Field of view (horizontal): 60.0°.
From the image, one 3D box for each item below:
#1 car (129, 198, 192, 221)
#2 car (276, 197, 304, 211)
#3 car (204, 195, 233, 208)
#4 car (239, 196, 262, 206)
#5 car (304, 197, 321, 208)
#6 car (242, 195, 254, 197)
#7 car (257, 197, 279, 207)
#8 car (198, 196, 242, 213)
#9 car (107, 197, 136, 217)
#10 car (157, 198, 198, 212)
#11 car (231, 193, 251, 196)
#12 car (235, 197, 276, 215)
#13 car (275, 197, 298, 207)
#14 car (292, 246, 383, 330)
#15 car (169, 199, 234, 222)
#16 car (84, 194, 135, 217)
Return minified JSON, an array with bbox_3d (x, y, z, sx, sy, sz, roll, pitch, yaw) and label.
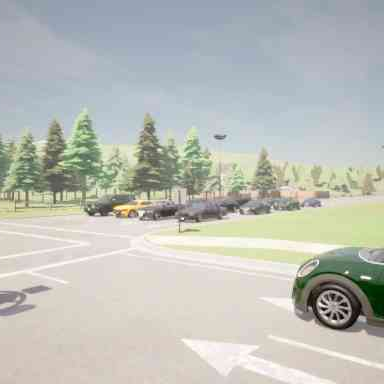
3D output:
[{"bbox_3d":[-2.504,1.491,27.666,2.128,1.511,4.902,0,0,36],"label":"car"},{"bbox_3d":[11.794,1.352,41.227,2.097,1.767,4.553,0,0,36],"label":"car"},{"bbox_3d":[3.932,1.352,48.259,2.097,1.767,4.553,0,0,36],"label":"car"},{"bbox_3d":[9.971,1.478,56.435,1.882,1.535,5.008,0,0,37],"label":"car"},{"bbox_3d":[17.707,1.526,49.244,1.812,1.442,4.674,0,0,37],"label":"car"},{"bbox_3d":[8.639,1.491,42.848,2.128,1.511,4.902,0,0,36],"label":"car"},{"bbox_3d":[12.383,1.564,53.813,1.994,1.385,4.181,0,0,37],"label":"car"},{"bbox_3d":[3.057,1.478,35.245,1.882,1.535,5.008,0,0,36],"label":"car"},{"bbox_3d":[-4.893,1.478,30.324,1.882,1.535,5.008,0,0,36],"label":"car"},{"bbox_3d":[-1.706,1.547,40.585,2.033,1.411,5.357,0,0,36],"label":"car"},{"bbox_3d":[6.409,1.221,45.724,2.150,2.045,5.566,0,0,36],"label":"car"},{"bbox_3d":[6.564,1.526,34.090,1.812,1.442,4.674,0,0,36],"label":"car"},{"bbox_3d":[14.533,1.526,50.841,1.812,1.442,4.674,0,0,37],"label":"car"},{"bbox_3d":[4.032,1.352,5.414,4.553,1.767,2.097,0,0,35],"label":"car"},{"bbox_3d":[0.884,1.547,26.366,2.033,1.411,5.357,0,0,36],"label":"car"},{"bbox_3d":[-7.726,1.221,32.379,2.150,2.045,5.566,0,0,36],"label":"car"}]
